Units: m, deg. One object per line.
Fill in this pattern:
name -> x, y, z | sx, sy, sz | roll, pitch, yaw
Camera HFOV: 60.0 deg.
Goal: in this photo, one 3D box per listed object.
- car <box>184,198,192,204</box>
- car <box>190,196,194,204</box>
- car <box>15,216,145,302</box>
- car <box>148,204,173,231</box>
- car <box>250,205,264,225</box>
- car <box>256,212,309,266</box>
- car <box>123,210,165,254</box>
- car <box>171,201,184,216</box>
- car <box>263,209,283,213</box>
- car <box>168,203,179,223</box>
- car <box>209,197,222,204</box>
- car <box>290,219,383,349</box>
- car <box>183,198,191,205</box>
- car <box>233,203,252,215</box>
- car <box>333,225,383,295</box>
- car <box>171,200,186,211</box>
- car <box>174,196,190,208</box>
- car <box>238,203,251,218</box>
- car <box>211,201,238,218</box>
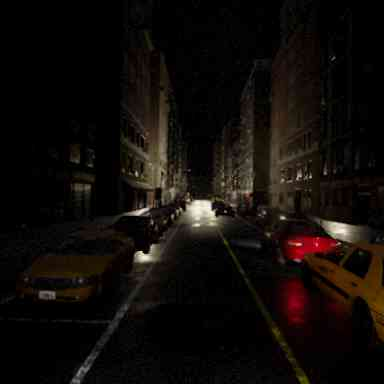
car -> -1.048, 2.216, 83.630 | 1.752, 1.417, 4.829 | 1, 0, 1
car -> -1.262, 2.151, 72.894 | 2.008, 1.369, 4.403 | 1, 0, 1
car -> -2.543, 1.555, 8.387 | 1.752, 1.417, 4.829 | 1, -1, 1
car -> -2.328, 1.655, 19.210 | 1.752, 1.417, 4.829 | 1, -1, 1
car -> 5.804, 1.893, 24.621 | 1.947, 1.339, 4.313 | 1, 0, 1
car -> 3.744, 1.705, 12.127 | 1.812, 1.442, 4.674 | 1, -1, 1
car -> -2.433, 1.647, 13.968 | 1.947, 1.339, 4.313 | 1, -1, 1
car -> -2.110, 1.781, 30.203 | 2.008, 1.369, 4.403 | 1, 0, 1
car -> 5.696, 1.843, 19.210 | 1.947, 1.339, 4.313 | 1, -1, 1
car -> -2.218, 1.763, 24.791 | 1.802, 1.307, 4.206 | 1, -1, 1
car -> 3.616, 1.953, 47.044 | 1.882, 1.535, 5.008 | 1, 0, 1
car -> 3.524, 1.578, 6.341 | 1.801, 1.575, 5.366 | 1, -1, 3
car -> -1.153, 2.191, 78.348 | 1.887, 1.381, 4.507 | 1, 0, 1
car -> 6.126, 2.052, 40.856 | 1.802, 1.307, 4.206 | 1, 0, 1
car -> 5.482, 1.727, 8.387 | 2.008, 1.369, 4.403 | 1, -1, 1
car -> -2.002, 1.828, 35.614 | 2.008, 1.369, 4.403 | 1, 0, 1
car -> -1.783, 1.686, 46.439 | 2.192, 1.841, 5.009 | 1, 0, 1
car -> 6.023, 1.949, 35.615 | 1.752, 1.417, 4.829 | 1, 0, 1
car -> 3.399, 1.937, 35.163 | 1.994, 1.385, 4.181 | 1, 0, 2
